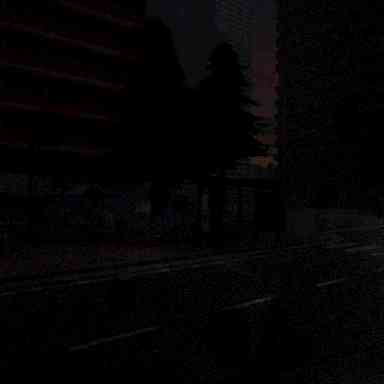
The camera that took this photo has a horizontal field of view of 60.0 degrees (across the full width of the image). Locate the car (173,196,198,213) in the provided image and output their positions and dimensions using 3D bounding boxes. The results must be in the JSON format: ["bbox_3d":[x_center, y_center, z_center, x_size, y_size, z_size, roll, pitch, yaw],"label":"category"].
[{"bbox_3d":[-0.235,1.538,41.403,2.150,2.045,5.566,1,-1,-35],"label":"car"}]
